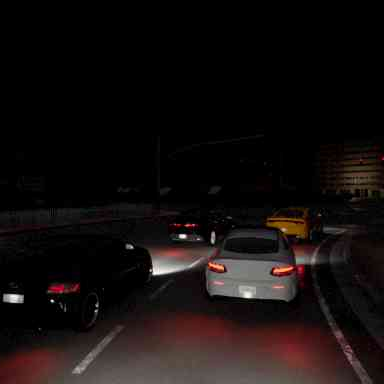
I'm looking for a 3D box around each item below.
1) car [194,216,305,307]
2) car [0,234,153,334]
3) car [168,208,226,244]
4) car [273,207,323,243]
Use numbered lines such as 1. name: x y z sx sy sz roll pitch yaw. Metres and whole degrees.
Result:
1. car: 1.521 1.526 7.979 1.812 1.442 4.674 0 0 14
2. car: -2.271 1.564 6.949 1.994 1.385 4.181 0 0 11
3. car: 0.603 1.505 15.386 1.837 1.490 4.892 0 0 23
4. car: 5.202 1.478 16.490 1.882 1.535 5.008 0 0 30
